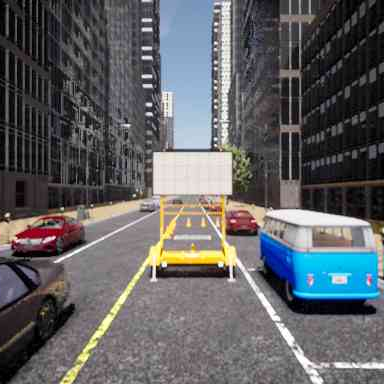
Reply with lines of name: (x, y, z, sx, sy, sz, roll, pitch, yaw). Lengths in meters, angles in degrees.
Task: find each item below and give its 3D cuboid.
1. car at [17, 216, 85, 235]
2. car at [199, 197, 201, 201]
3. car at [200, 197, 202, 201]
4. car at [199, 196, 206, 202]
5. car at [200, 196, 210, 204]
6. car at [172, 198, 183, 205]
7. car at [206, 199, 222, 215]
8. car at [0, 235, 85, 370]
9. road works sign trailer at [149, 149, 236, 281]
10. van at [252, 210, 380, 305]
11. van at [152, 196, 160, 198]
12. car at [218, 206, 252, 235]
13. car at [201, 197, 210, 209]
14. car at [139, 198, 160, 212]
car: (-5.664, 1.650, 13.645, 1.802, 1.307, 4.206, 0, 0, 0)
car: (2.818, 1.733, 64.858, 1.967, 1.590, 4.097, 0, 0, 0)
car: (2.795, 1.804, 53.473, 2.008, 1.369, 4.403, 0, 0, 0)
car: (2.874, 1.927, 93.320, 1.887, 1.381, 4.507, 0, 0, 0)
car: (2.829, 1.752, 70.550, 1.967, 1.590, 4.097, 0, 0, 0)
car: (-2.871, 1.860, 65.952, 1.994, 1.385, 4.181, 0, 0, 0)
car: (2.762, 1.762, 36.396, 1.802, 1.307, 4.206, 0, 0, 0)
car: (-3.093, 1.566, 3.732, 2.033, 1.411, 5.357, 0, 0, 0)
road works sign trailer: (0.020, 0.514, 9.964, 2.380, 3.560, 2.880, 0, 0, 0)
van: (2.706, 1.381, 7.935, 1.690, 1.788, 3.998, 0, 0, 0)
van: (-5.585, 1.594, 53.494, 1.690, 1.788, 3.998, 0, 0, 0)
car: (2.728, 1.678, 19.318, 1.802, 1.307, 4.206, 0, 0, 0)
car: (2.784, 1.782, 47.780, 2.008, 1.369, 4.403, 0, 0, 0)
car: (-5.608, 1.757, 42.108, 2.008, 1.369, 4.403, 0, 0, 0)
